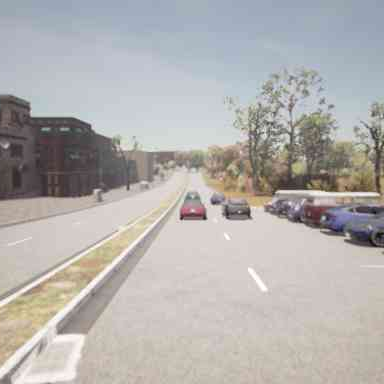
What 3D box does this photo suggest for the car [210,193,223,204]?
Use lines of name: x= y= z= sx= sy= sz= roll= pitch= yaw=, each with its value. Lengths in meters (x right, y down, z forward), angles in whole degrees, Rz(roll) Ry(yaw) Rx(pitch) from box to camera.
car: x=3.329 y=0.802 z=41.925 sx=1.994 sy=1.385 sz=4.181 roll=0 pitch=2 yaw=0

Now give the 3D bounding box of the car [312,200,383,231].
car: x=8.809 y=1.330 z=16.349 sx=4.792 sy=1.488 sz=2.163 roll=0 pitch=1 yaw=0

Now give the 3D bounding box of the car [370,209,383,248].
car: x=8.785 y=1.415 z=10.838 sx=4.674 sy=1.452 sz=2.002 roll=0 pitch=1 yaw=0

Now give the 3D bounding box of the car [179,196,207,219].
car: x=0.083 y=1.236 z=25.255 sx=1.994 sy=1.385 sz=4.181 roll=0 pitch=1 yaw=0

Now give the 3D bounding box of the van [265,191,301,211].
van: x=8.658 y=0.884 z=27.365 sx=4.442 sy=1.987 sz=1.878 roll=0 pitch=1 yaw=0

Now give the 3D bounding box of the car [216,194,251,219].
car: x=3.337 y=1.155 z=25.686 sx=2.128 sy=1.511 sz=4.902 roll=0 pitch=1 yaw=0

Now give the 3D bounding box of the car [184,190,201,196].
car: x=0.079 y=0.584 z=42.048 sx=2.097 sy=1.767 sz=4.553 roll=0 pitch=2 yaw=0

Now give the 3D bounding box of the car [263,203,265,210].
car: x=8.803 y=0.923 z=30.119 sx=4.553 sy=1.767 sz=2.185 roll=0 pitch=1 yaw=0

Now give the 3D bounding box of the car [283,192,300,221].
car: x=8.746 y=1.087 z=21.983 sx=4.553 sy=1.767 sz=2.185 roll=0 pitch=1 yaw=0

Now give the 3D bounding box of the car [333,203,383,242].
car: x=8.751 y=1.371 z=13.596 sx=4.792 sy=1.488 sz=2.163 roll=0 pitch=1 yaw=0

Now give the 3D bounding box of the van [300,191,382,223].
van: x=8.895 y=1.034 z=19.097 sx=4.442 sy=1.987 sz=1.878 roll=0 pitch=1 yaw=0

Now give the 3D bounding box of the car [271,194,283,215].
car: x=8.770 y=1.165 z=24.612 sx=4.892 sy=1.521 sz=2.231 roll=0 pitch=1 yaw=0
